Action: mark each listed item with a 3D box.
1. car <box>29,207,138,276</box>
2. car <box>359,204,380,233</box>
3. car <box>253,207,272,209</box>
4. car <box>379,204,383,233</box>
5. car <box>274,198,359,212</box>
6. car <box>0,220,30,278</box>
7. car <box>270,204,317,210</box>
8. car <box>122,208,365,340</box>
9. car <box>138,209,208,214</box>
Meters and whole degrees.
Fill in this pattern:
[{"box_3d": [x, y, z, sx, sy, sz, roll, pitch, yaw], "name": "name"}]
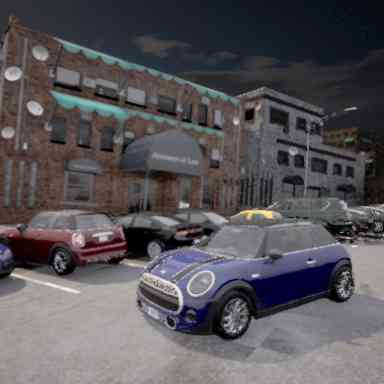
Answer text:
[{"box_3d": [-4.226, 1.352, 10.542, 4.553, 1.767, 2.185, -1, -1, 35], "name": "car"}, {"box_3d": [7.718, 1.604, 19.044, 4.892, 1.521, 2.231, -1, -1, 35], "name": "car"}, {"box_3d": [0.531, 1.511, 13.968, 5.008, 1.535, 2.097, -1, -1, 35], "name": "car"}, {"box_3d": [10.119, 1.650, 20.737, 4.892, 1.521, 2.231, -1, -1, 35], "name": "car"}, {"box_3d": [5.295, 1.317, 17.374, 5.566, 2.045, 2.435, -1, -1, 35], "name": "car"}, {"box_3d": [-6.634, 1.510, 8.867, 4.674, 1.452, 2.002, -1, -1, 35], "name": "car"}, {"box_3d": [2.777, 1.534, 15.767, 5.366, 1.575, 1.946, -1, -1, 35], "name": "car"}, {"box_3d": [1.206, 1.368, 6.686, 4.553, 1.767, 2.097, 0, 0, -35], "name": "car"}, {"box_3d": [-1.852, 1.490, 12.260, 5.008, 1.535, 2.097, -1, -1, 35], "name": "car"}]
